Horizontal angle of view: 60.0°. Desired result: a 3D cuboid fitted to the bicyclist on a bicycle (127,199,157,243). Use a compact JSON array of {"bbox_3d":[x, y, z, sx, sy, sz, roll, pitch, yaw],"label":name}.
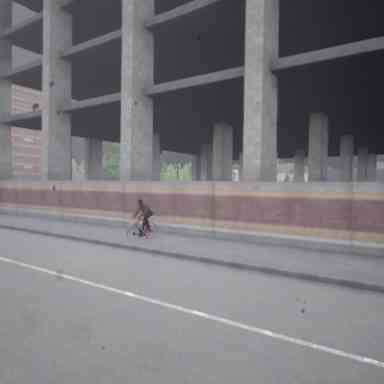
[{"bbox_3d":[-1.891,1.096,12.803,0.582,1.620,1.656,2,1,35],"label":"bicyclist on a bicycle"}]
